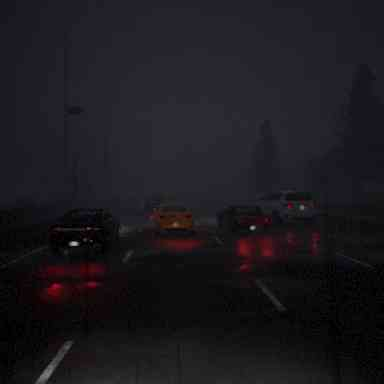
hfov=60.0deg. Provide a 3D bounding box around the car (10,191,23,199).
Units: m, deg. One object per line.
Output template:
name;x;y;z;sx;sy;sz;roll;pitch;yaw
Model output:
car;-39.214;0.647;74.267;2.128;1.511;4.902;-1;1;-33

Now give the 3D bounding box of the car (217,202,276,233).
car;2.608;1.368;17.899;1.895;1.301;4.718;-1;1;-7

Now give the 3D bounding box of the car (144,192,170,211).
car;-3.974;1.125;34.964;2.128;1.511;4.902;-1;1;-13

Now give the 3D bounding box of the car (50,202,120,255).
car;-3.957;1.379;12.887;2.128;1.511;4.902;0;1;-5

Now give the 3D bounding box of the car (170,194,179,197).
car;-3.915;0.947;59.640;1.895;1.301;4.718;-1;1;-22

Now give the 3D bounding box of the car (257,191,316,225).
car;5.786;0.920;21.314;2.150;2.045;5.566;0;1;-8

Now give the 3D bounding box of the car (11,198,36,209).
car;-19.596;1.334;38.864;1.895;1.301;4.718;-1;1;-16

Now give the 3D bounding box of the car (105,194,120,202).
car;-12.370;1.045;51.520;1.812;1.442;4.674;0;1;-21

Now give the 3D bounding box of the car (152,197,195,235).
car;-0.996;1.283;17.517;1.882;1.535;5.008;-1;1;-6

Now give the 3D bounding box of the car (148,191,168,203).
car;-5.445;0.794;52.554;2.097;1.767;4.553;-1;1;-19
